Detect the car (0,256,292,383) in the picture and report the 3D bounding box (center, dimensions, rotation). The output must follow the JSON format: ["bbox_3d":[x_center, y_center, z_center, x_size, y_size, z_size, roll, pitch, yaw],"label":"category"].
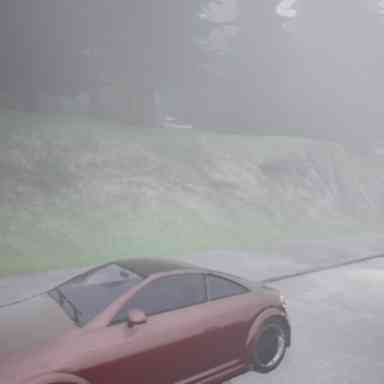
[{"bbox_3d":[-0.701,1.569,4.095,4.181,1.385,1.994,0,0,-35],"label":"car"}]
